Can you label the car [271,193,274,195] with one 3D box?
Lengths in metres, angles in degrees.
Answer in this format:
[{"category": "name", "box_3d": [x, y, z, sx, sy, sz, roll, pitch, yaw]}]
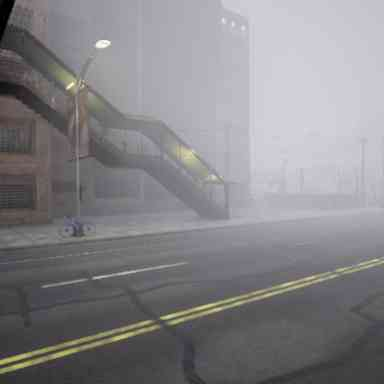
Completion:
[{"category": "car", "box_3d": [16.594, 0.918, 69.655, 4.718, 1.301, 1.895, -1, 0, -36]}]
